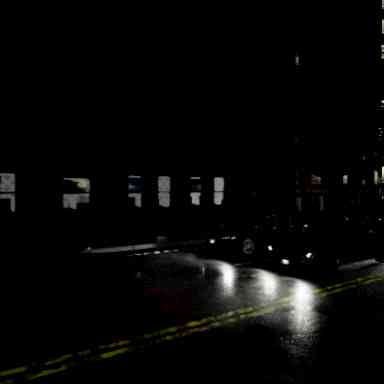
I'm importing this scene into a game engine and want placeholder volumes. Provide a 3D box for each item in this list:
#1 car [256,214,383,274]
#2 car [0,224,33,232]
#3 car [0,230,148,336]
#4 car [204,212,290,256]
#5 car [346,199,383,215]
[{"bbox_3d":[4.867,1.650,11.094,5.357,1.411,2.033,1,0,-35],"label":"car"},{"bbox_3d":[-5.147,1.521,8.017,5.357,1.411,2.033,1,0,-35],"label":"car"},{"bbox_3d":[-3.395,1.529,5.277,5.357,1.411,2.033,1,0,-35],"label":"car"},{"bbox_3d":[2.731,1.594,13.563,4.892,1.490,1.837,1,0,-35],"label":"car"},{"bbox_3d":[11.109,1.433,19.456,5.566,2.045,2.150,1,0,-36],"label":"car"}]
